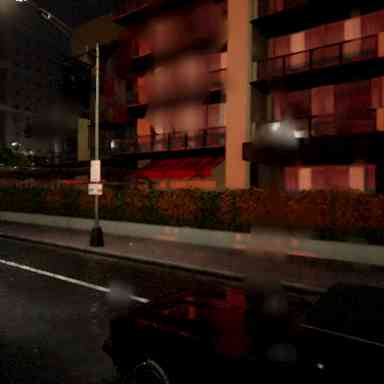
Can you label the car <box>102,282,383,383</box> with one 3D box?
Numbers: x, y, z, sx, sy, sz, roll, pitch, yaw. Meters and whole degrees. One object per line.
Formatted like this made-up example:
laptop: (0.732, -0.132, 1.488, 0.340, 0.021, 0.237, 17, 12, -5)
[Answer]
car: (1.360, 1.595, 3.070, 4.718, 1.301, 1.895, 1, 0, 35)
